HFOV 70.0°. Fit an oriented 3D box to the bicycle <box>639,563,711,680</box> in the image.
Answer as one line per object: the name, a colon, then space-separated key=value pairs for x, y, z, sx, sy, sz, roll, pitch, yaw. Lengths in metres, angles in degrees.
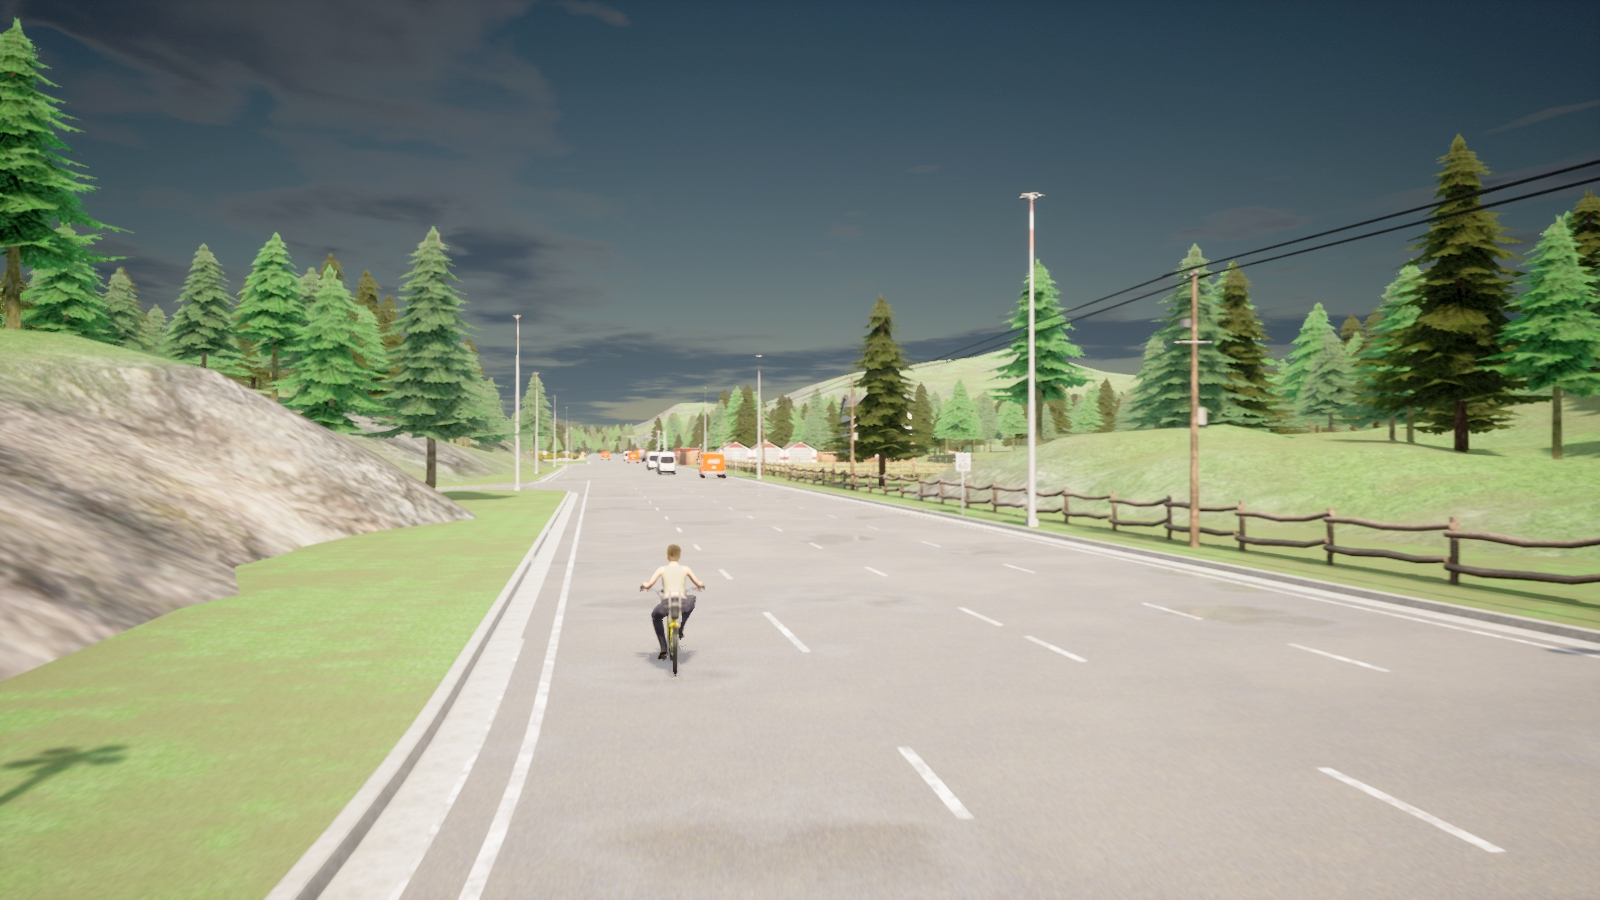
bicycle: x=-1.631 y=2.166 z=14.712 sx=0.859 sy=1.276 sz=1.487 roll=0 pitch=0 yaw=-9
